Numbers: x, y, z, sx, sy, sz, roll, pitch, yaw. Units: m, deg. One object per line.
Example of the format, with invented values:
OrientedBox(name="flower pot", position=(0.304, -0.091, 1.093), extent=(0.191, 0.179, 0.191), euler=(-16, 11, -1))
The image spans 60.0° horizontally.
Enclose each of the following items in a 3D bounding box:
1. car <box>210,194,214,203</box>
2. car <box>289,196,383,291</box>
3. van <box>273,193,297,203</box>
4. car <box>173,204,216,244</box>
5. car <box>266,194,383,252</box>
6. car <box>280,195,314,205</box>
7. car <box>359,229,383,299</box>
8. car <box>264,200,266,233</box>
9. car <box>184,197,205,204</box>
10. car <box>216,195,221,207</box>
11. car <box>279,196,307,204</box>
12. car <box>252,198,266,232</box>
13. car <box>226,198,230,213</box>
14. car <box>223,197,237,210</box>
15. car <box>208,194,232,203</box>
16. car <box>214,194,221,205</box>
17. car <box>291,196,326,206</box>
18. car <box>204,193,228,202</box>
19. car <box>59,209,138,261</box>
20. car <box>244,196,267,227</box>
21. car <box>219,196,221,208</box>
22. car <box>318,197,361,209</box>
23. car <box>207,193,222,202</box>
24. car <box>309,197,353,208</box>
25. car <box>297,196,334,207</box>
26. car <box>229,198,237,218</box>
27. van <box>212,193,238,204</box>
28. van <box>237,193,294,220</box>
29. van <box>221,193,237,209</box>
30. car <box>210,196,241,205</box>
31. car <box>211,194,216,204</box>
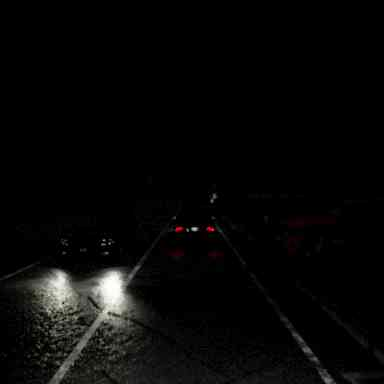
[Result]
OrientedBox(name="car", position=(5.620, 1.396, 50.376), extent=(4.892, 1.521, 2.231), euler=(0, 0, 0))
OrientedBox(name="car", position=(5.644, 1.215, 8.334), extent=(5.566, 2.045, 2.435), euler=(0, 0, 0))
OrientedBox(name="van", position=(18.805, 1.188, 67.262), extent=(4.442, 1.987, 1.878), euler=(0, 0, 0))
OrientedBox(name="car", position=(0.103, 1.523, 15.702), extent=(2.033, 1.411, 5.357), euler=(0, 0, 0))
OrientedBox(name="car", position=(5.641, 1.210, 11.137), extent=(5.566, 2.045, 2.435), euler=(0, 0, 0))
OrientedBox(name="car", position=(18.509, 1.402, 58.904), extent=(5.366, 1.575, 1.946), euler=(0, 0, 0))
OrientedBox(name="car", position=(5.673, 1.513, 5.531), extent=(4.674, 1.452, 2.002), euler=(0, 0, 0))
OrientedBox(name="car", position=(5.635, 1.329, 13.941), extent=(4.553, 1.767, 2.185), euler=(0, 0, 0))
OrientedBox(name="car", position=(0.109, 1.424, 40.177), extent=(2.128, 1.511, 4.902), euler=(0, 0, 0))
OrientedBox(name="car", position=(5.822, 1.399, 39.171), extent=(5.366, 1.575, 1.946), euler=(0, 0, 0))
OrientedBox(name="car", position=(18.690, 1.448, 61.689), extent=(4.674, 1.452, 2.002), euler=(0, 0, 0))
OrientedBox(name="car", position=(5.632, 1.323, 16.744), extent=(4.553, 1.767, 2.185), euler=(0, 0, 0))
OrientedBox(name="car", position=(5.621, 1.455, 27.957), extent=(4.792, 1.488, 2.163), euler=(0, 0, 0))
OrientedBox(name="car", position=(5.618, 1.449, 30.761), extent=(4.792, 1.488, 2.163), euler=(0, 0, 0))
OrientedBox(name="car", position=(5.578, 1.288, 67.202), extent=(4.553, 1.767, 2.185), euler=(0, 0, 0))
OrientedBox(name="car", position=(5.628, 1.397, 41.971), extent=(5.008, 1.535, 2.097), euler=(0, 0, 0))
OrientedBox(name="car", position=(18.671, 1.428, 53.333), extent=(4.792, 1.488, 2.163), euler=(0, 0, 0))
OrientedBox(name="car", position=(5.641, 1.203, 78.413), extent=(5.566, 2.045, 2.435), euler=(0, 0, 0))
OrientedBox(name="car", position=(-3.247, 1.460, 12.422), extent=(1.882, 1.535, 5.008), euler=(0, 0, 0))
OrientedBox(name="car", position=(5.691, 1.317, 19.548), extent=(4.553, 1.767, 2.185), euler=(0, 0, 0))
OrientedBox(name="car", position=(5.669, 1.437, 36.367), extent=(4.792, 1.488, 2.163), euler=(0, 0, 0))
OrientedBox(name="car", position=(18.710, 1.437, 42.317), extent=(4.674, 1.452, 2.002), euler=(0, 0, 0))
OrientedBox(name="car", position=(5.649, 1.147, 53.184), extent=(5.566, 2.045, 2.435), euler=(0, 0, 0))
OrientedBox(name="car", position=(18.705, 1.396, 44.978), extent=(5.008, 1.535, 2.097), euler=(0, 0, 0))
OrientedBox(name="car", position=(18.732, 1.425, 50.548), extent=(4.792, 1.488, 2.163), euler=(0, 0, 0))
OrientedBox(name="car", position=(5.648, 1.431, 25.154), extent=(5.008, 1.535, 2.097), euler=(0, 0, 0))
OrientedBox(name="van", position=(5.731, 1.178, 58.791), extent=(4.442, 1.987, 1.878), euler=(0, 0, 0))
OrientedBox(name="van", position=(5.540, 1.211, 22.350), extent=(4.442, 1.987, 1.878), euler=(0, 0, 0))
OrientedBox(name="van", position=(5.527, 1.188, 33.563), extent=(4.442, 1.987, 1.878), euler=(0, 0, 0))
OrientedBox(name="car", position=(5.612, 1.401, 55.987), extent=(5.008, 1.535, 2.097), euler=(0, 0, 0))
OrientedBox(name="car", position=(5.598, 1.424, 47.578), extent=(4.792, 1.488, 2.163), euler=(0, 0, 0))
